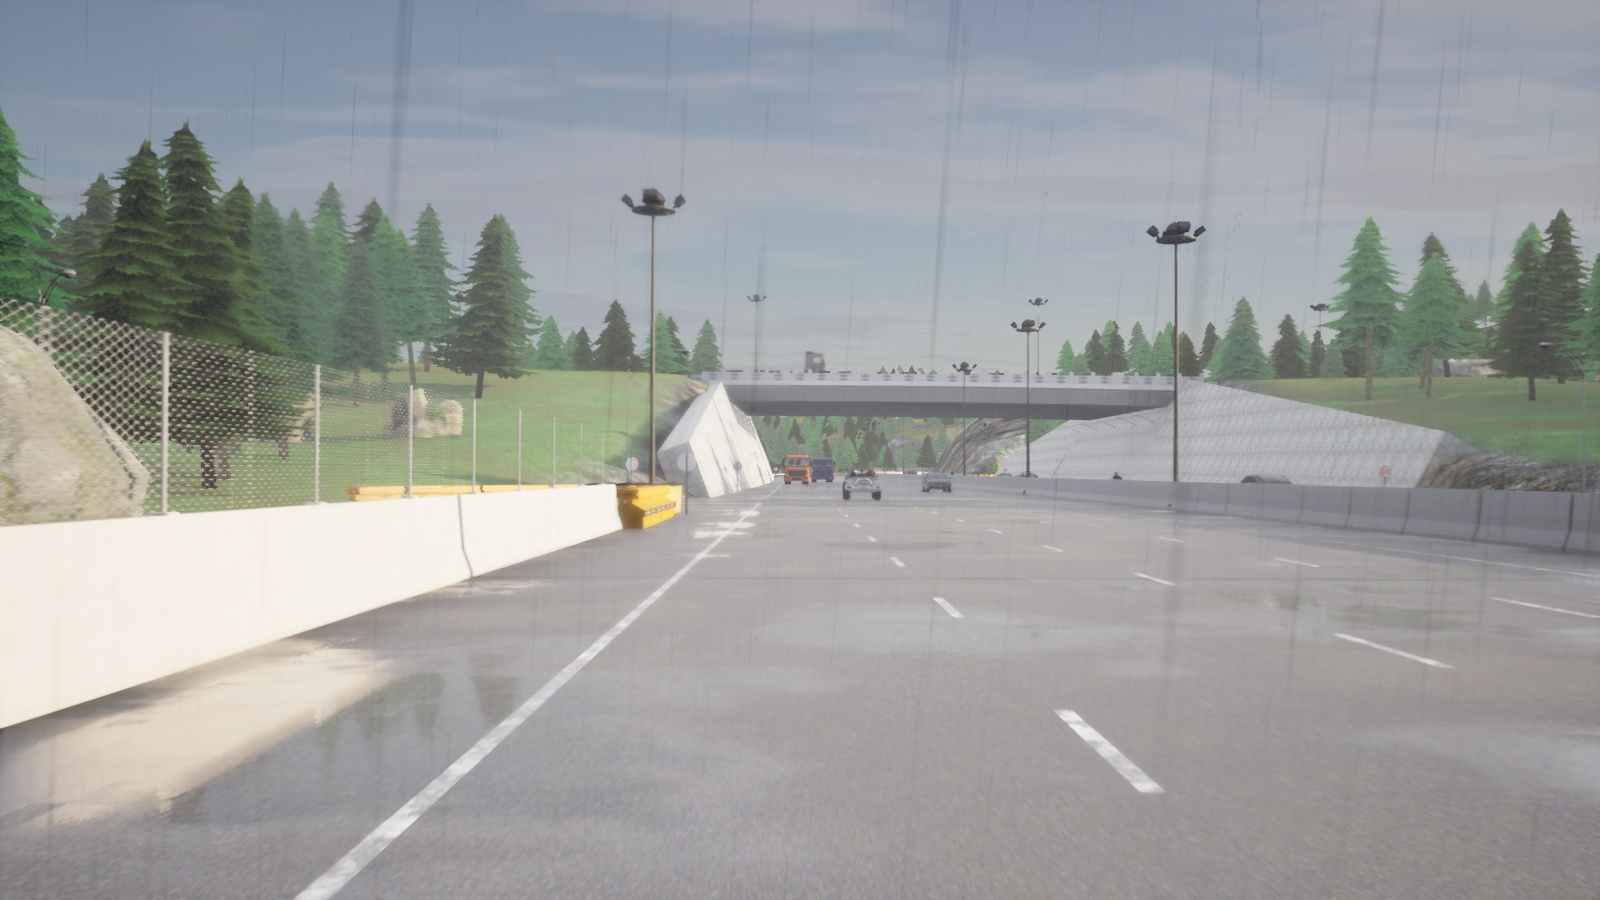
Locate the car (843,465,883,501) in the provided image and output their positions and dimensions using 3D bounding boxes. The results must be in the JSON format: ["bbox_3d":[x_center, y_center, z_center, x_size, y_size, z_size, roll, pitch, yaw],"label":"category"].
[{"bbox_3d":[3.336,1.746,67.376,1.932,1.855,4.605,0,-1,0],"label":"car"}]

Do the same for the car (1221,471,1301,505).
[{"bbox_3d":[20.862,1.691,57.028,1.837,1.490,4.892,0,-1,0],"label":"car"}]

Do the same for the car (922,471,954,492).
[{"bbox_3d":[10.273,2.352,94.037,1.837,1.490,4.892,0,-1,0],"label":"car"}]
